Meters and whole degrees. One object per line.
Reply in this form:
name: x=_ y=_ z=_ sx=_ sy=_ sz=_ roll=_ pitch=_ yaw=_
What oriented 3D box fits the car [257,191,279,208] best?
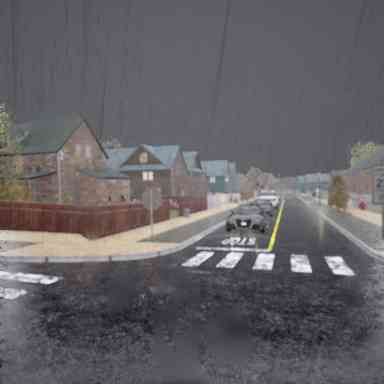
car: x=8.800 y=0.861 z=38.407 sx=2.150 sy=2.045 sz=5.566 roll=-1 pitch=0 yaw=16

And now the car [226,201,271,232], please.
car: x=3.135 y=1.402 z=18.607 sx=1.994 sy=1.385 sz=4.181 roll=-1 pitch=0 yaw=16

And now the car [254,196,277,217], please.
car: x=5.869 y=1.307 z=28.167 sx=1.994 sy=1.385 sz=4.181 roll=-1 pitch=0 yaw=16
